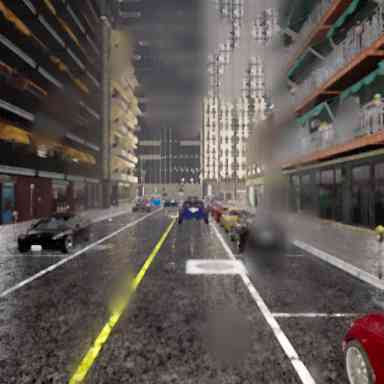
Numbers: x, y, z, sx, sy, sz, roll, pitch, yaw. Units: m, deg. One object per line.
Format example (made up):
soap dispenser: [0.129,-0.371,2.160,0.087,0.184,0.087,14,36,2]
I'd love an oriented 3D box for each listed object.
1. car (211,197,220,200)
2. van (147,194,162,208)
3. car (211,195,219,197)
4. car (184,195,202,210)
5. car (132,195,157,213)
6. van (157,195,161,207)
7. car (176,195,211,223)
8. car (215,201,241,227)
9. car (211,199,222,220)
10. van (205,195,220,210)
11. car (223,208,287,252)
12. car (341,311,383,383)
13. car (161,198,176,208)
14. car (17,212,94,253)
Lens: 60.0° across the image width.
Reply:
car: [2.568,1.485,30.618,1.887,1.381,4.507,0,0,0]
van: [-5.312,1.268,47.681,1.690,1.788,3.998,0,0,0]
car: [2.568,1.375,36.307,1.967,1.590,4.097,0,0,0]
car: [0.099,1.282,41.338,2.097,1.767,4.553,0,0,0]
car: [-5.312,1.375,36.302,1.967,1.590,4.097,0,0,0]
van: [-5.312,1.271,41.991,1.690,1.788,3.998,0,0,0]
car: [0.099,1.300,24.874,2.097,1.767,4.553,0,0,0]
car: [2.568,1.482,19.410,1.752,1.417,4.829,0,0,0]
car: [2.568,1.492,24.928,1.887,1.381,4.507,0,0,0]
van: [2.568,1.271,41.997,1.690,1.788,3.998,0,0,0]
car: [2.568,1.533,13.550,1.947,1.339,4.313,0,0,0]
car: [2.569,1.576,2.170,1.802,1.307,4.206,0,0,0]
car: [-2.818,1.493,45.631,1.994,1.385,4.181,0,0,0]
car: [-5.312,1.534,13.543,1.947,1.339,4.313,0,0,0]
